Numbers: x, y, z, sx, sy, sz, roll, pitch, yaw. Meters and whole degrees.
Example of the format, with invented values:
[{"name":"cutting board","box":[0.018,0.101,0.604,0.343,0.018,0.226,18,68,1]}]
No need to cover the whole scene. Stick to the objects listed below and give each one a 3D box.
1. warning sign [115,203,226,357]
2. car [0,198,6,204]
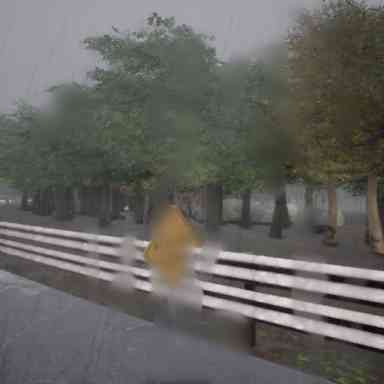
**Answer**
[{"name":"warning sign","box":[-0.290,1.119,4.975,1.060,1.860,1.300,0,0,37]},{"name":"car","box":[-48.088,2.312,82.800,1.882,1.535,5.008,0,-1,-7]}]
